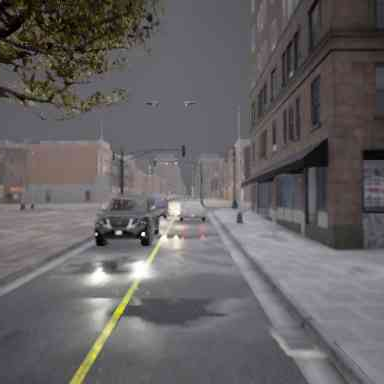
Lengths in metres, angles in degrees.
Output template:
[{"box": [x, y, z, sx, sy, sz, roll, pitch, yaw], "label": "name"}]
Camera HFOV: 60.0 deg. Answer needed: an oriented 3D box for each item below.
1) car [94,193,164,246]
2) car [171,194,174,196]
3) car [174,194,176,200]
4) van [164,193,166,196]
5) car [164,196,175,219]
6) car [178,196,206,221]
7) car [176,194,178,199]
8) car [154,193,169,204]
[{"box": [-2.763, 1.166, 15.342, 2.150, 2.045, 5.566, 0, 0, 0], "label": "car"}, {"box": [-5.464, 1.429, 70.211, 1.887, 1.381, 4.507, 2, 0, 0], "label": "car"}, {"box": [-5.496, 1.557, 80.792, 1.802, 1.307, 4.206, 2, 0, 0], "label": "car"}, {"box": [-5.405, 1.097, 51.327, 1.690, 1.788, 3.998, 2, 0, 0], "label": "van"}, {"box": [-2.769, 1.302, 26.620, 2.033, 1.411, 5.357, 0, 1, 0], "label": "car"}, {"box": [0.041, 1.318, 24.843, 1.812, 1.442, 4.674, 0, 1, 0], "label": "car"}, {"box": [-5.525, 1.625, 91.373, 1.887, 1.381, 4.507, 1, -1, 0], "label": "car"}, {"box": [-5.427, 1.123, 59.633, 2.192, 1.841, 5.009, 2, 0, 0], "label": "car"}]
